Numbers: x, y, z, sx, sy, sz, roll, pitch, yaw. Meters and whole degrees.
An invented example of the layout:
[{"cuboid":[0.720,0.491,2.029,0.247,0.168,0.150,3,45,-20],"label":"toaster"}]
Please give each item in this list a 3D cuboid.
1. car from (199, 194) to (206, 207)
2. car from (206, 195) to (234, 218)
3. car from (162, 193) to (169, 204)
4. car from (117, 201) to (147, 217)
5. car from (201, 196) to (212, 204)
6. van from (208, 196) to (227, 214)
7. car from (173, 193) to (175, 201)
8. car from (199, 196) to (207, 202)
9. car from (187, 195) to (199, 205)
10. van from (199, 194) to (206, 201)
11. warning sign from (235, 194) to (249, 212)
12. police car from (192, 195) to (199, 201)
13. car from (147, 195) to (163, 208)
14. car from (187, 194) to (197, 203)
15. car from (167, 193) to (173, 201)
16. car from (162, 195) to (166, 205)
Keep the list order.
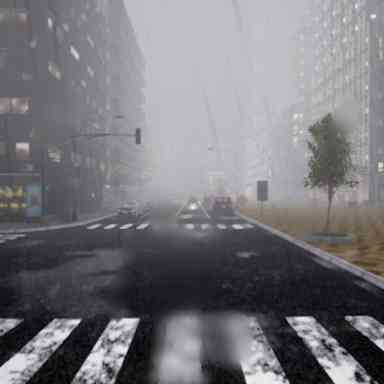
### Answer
[{"cuboid":[2.700,1.339,52.720,2.192,1.841,5.009,0,0,0],"label":"car"},{"cuboid":[2.694,1.318,30.614,2.192,1.841,5.009,0,0,0],"label":"car"},{"cuboid":[-5.678,1.471,58.250,1.967,1.590,4.097,0,0,0],"label":"car"},{"cuboid":[-5.684,1.554,30.617,2.008,1.369,4.403,0,0,0],"label":"car"},{"cuboid":[2.705,1.583,63.774,1.887,1.381,4.507,0,0,0],"label":"car"},{"cuboid":[2.696,1.348,36.140,1.690,1.788,3.998,0,0,0],"label":"van"},{"cuboid":[-5.670,1.590,80.186,1.752,1.417,4.829,0,0,0],"label":"car"},{"cuboid":[2.710,1.590,80.524,1.752,1.417,4.829,0,0,0],"label":"car"},{"cuboid":[0.120,1.538,59.703,1.837,1.490,4.892,0,0,0],"label":"car"},{"cuboid":[2.710,1.415,85.880,1.690,1.788,3.998,0,0,0],"label":"van"},{"cuboid":[5.082,1.120,33.870,1.300,1.860,1.060,0,0,0],"label":"warning sign"},{"cuboid":[0.928,1.506,88.988,1.930,1.638,5.238,0,0,0],"label":"police car"},{"cuboid":[-5.680,1.568,47.196,2.008,1.369,4.403,0,0,0],"label":"car"},{"cuboid":[0.021,1.402,69.779,2.097,1.767,4.553,0,0,0],"label":"car"},{"cuboid":[-5.674,1.487,69.303,1.967,1.590,4.097,0,0,0],"label":"car"},{"cuboid":[-5.679,1.569,52.722,1.887,1.381,4.507,0,0,0],"label":"car"}]
